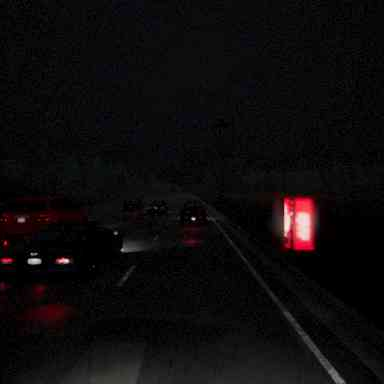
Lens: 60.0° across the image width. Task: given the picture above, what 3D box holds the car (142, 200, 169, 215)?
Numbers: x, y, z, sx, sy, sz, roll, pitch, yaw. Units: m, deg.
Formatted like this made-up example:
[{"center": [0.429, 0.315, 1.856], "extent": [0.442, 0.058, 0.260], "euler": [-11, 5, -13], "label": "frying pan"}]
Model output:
[{"center": [-3.402, 1.544, 33.656], "extent": [2.033, 1.411, 5.357], "euler": [0, 0, 0], "label": "car"}]

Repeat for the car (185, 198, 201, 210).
[{"center": [0.099, 1.560, 42.892], "extent": [1.994, 1.385, 4.181], "euler": [0, 0, 0], "label": "car"}]

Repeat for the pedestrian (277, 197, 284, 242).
[{"center": [3.745, 1.141, 13.725], "extent": [0.375, 1.860, 0.375], "euler": [0, 0, 0], "label": "pedestrian"}]

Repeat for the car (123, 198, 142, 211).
[{"center": [-6.901, 1.473, 39.861], "extent": [1.882, 1.535, 5.008], "euler": [0, 0, 0], "label": "car"}]

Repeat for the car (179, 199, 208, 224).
[{"center": [0.100, 1.504, 24.485], "extent": [1.837, 1.490, 4.892], "euler": [0, 0, 0], "label": "car"}]

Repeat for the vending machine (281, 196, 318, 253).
[{"center": [4.067, 1.194, 12.671], "extent": [1.100, 2.100, 0.880], "euler": [0, 0, 0], "label": "vending machine"}]

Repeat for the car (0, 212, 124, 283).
[{"center": [-3.399, 1.547, 9.689], "extent": [2.033, 1.411, 5.357], "euler": [0, 0, 0], "label": "car"}]

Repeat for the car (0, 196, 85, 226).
[{"center": [-6.900, 1.221, 16.160], "extent": [2.150, 2.045, 5.566], "euler": [0, 0, 0], "label": "car"}]

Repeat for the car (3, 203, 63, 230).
[{"center": [-10.400, 1.523, 22.204], "extent": [1.812, 1.442, 4.674], "euler": [0, 0, 0], "label": "car"}]
